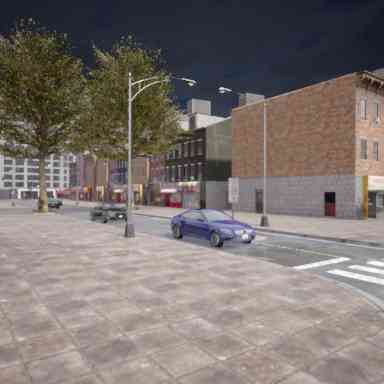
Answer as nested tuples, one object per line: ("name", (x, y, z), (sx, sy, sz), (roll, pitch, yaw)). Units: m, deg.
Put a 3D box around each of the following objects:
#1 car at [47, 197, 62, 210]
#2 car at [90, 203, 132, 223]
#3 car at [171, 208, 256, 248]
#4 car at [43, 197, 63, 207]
("car", (-17.900, 1.436, 41.645), (1.837, 1.490, 4.892), (0, -1, -35))
("car", (-6.053, 1.506, 24.637), (1.994, 1.385, 4.181), (0, 0, -35))
("car", (0.749, 1.484, 14.949), (1.812, 1.442, 4.674), (0, 0, -35))
("car", (-22.017, 1.533, 52.497), (1.895, 1.301, 4.718), (0, 0, -35))
